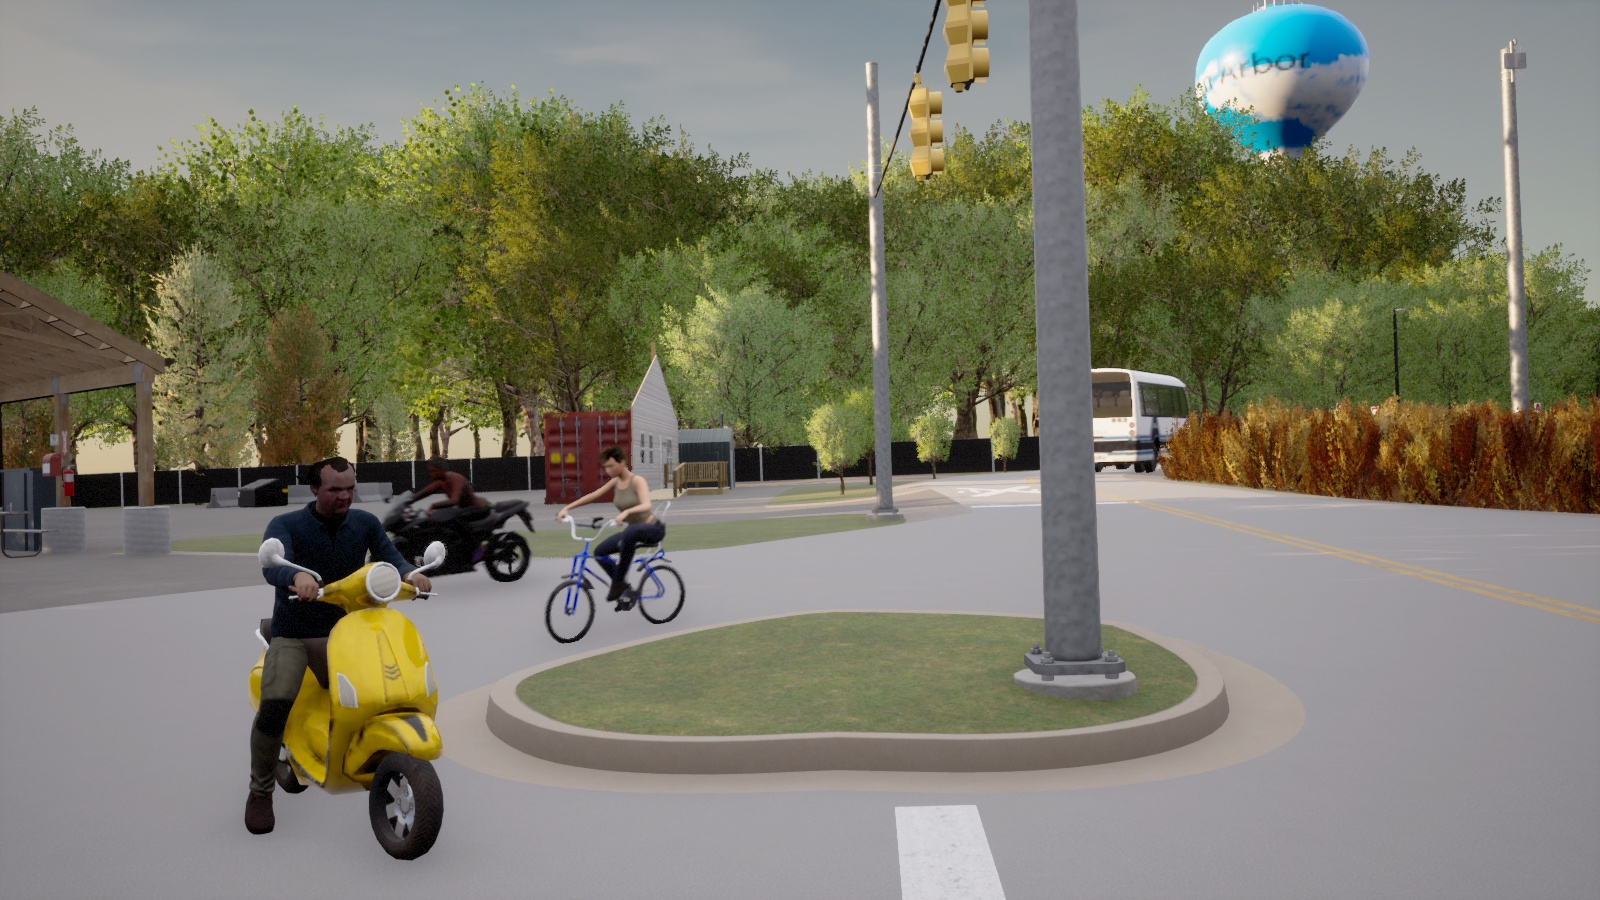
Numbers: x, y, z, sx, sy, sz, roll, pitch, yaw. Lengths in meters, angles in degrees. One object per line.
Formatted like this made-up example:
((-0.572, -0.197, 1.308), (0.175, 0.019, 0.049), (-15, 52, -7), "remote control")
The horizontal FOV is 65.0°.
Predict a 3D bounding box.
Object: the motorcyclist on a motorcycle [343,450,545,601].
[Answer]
((-4.028, 0.804, 14.314), (2.044, 1.523, 0.797), (-2, 3, -39), "motorcyclist on a motorcycle")

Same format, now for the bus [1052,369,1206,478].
((14.577, -1.094, 54.829), (3.944, 4.253, 10.273), (-1, 0, 29), "bus")

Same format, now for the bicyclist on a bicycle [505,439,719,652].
((-1.598, 0.762, 10.816), (1.509, 1.612, 0.866), (-5, 3, -44), "bicyclist on a bicycle")

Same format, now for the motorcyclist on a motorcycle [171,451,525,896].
((-2.030, 0.808, 5.478), (0.866, 1.590, 1.817), (0, 0, -40), "motorcyclist on a motorcycle")
